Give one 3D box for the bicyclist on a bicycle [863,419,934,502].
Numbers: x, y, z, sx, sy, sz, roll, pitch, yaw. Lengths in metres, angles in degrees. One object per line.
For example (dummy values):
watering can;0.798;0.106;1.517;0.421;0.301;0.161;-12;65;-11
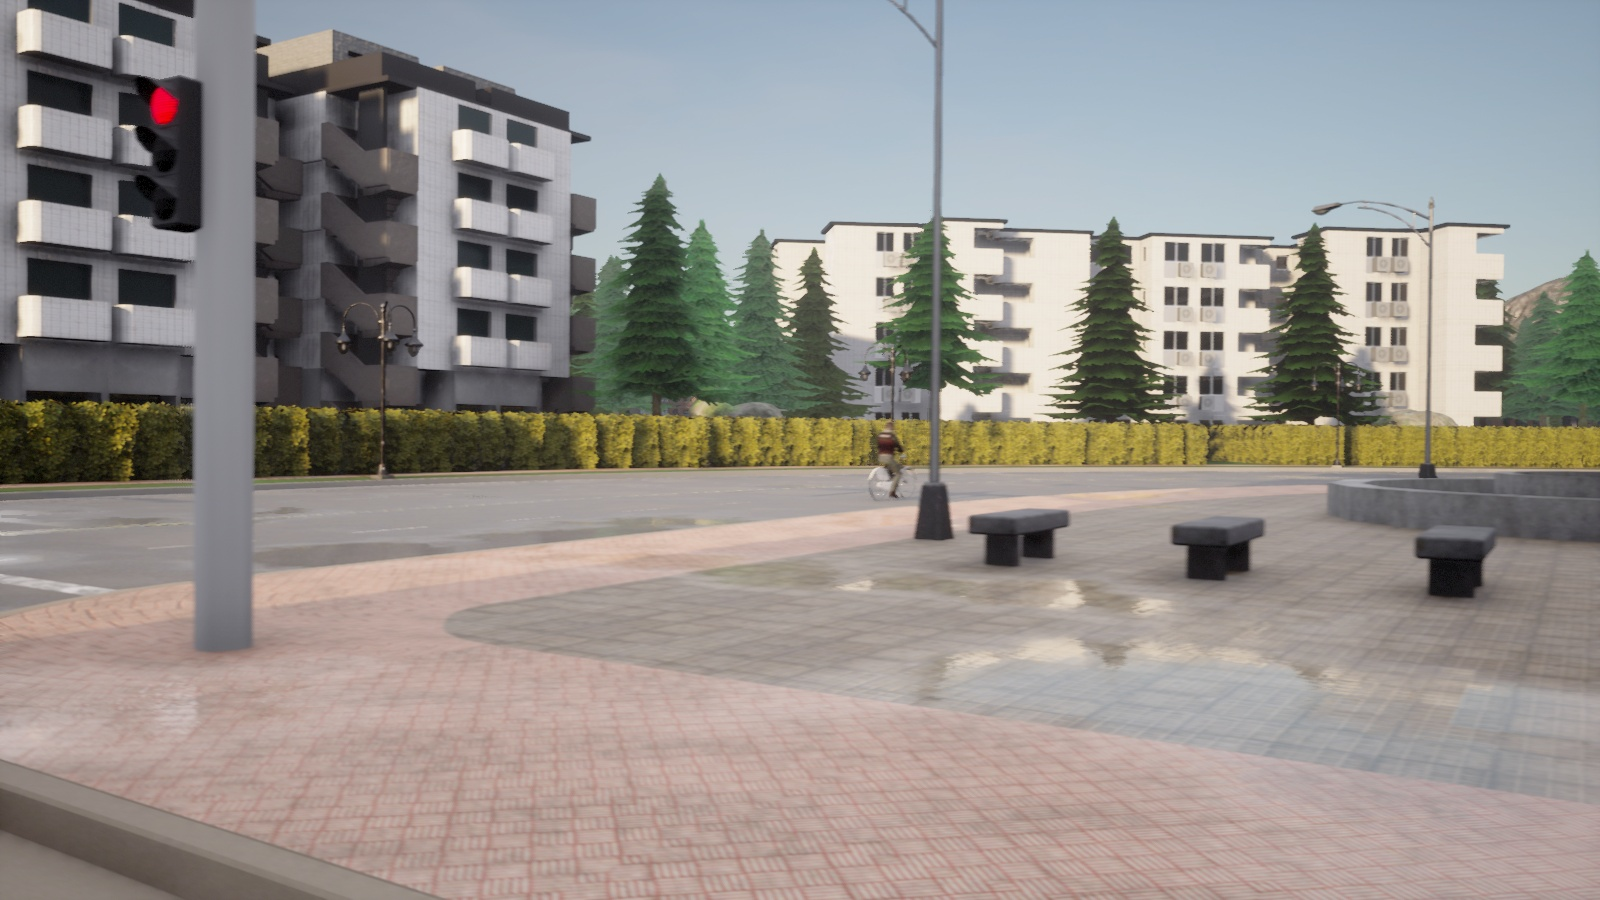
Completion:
bicyclist on a bicycle;2.192;0.203;27.776;0.659;1.776;1.843;1;2;38
